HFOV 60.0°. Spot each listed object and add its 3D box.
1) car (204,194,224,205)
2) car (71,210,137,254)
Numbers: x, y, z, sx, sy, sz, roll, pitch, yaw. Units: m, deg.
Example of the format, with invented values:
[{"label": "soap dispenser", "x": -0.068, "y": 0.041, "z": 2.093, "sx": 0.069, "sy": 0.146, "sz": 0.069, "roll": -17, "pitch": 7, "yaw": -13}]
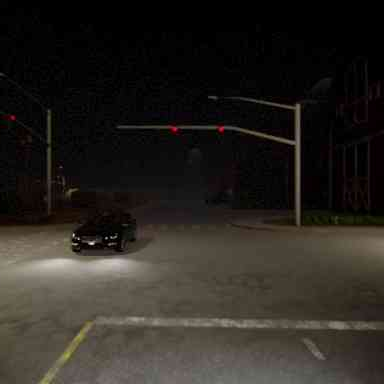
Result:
[{"label": "car", "x": 4.170, "y": 1.341, "z": 62.355, "sx": 1.905, "sy": 1.878, "sz": 3.866, "roll": -8, "pitch": 3, "yaw": -42}, {"label": "car", "x": -3.497, "y": 1.548, "z": 14.017, "sx": 1.837, "sy": 1.490, "sz": 4.892, "roll": 0, "pitch": 0, "yaw": 0}]
